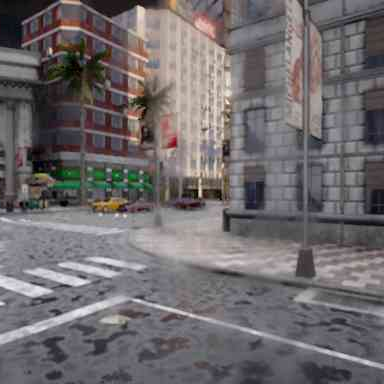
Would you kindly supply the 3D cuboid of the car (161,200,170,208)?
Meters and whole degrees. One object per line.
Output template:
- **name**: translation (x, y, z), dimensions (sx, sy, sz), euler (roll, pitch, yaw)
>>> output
- **car**: translation (-1.937, 1.454, 46.555), dimensions (2.033, 1.411, 5.357), euler (0, 0, 37)

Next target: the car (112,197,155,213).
- **car**: translation (-5.907, 1.482, 35.249), dimensions (1.994, 1.385, 4.181), euler (0, 0, 36)

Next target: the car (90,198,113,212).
- **car**: translation (-8.929, 1.384, 37.051), dimensions (1.882, 1.535, 5.008), euler (0, 0, 36)

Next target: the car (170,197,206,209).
- **car**: translation (-0.254, 1.519, 42.906), dimensions (1.895, 1.301, 4.718), euler (0, 0, 37)
